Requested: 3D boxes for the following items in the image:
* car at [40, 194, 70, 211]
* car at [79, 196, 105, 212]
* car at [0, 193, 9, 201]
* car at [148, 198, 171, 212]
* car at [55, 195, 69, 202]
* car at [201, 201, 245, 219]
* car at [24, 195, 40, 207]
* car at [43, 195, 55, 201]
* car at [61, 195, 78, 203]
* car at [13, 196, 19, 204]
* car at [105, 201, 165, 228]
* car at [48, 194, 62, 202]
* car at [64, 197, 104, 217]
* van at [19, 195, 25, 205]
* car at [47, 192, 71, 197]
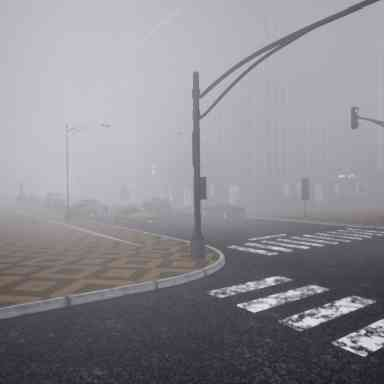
[{"bbox_3d":[-16.959,1.429,41.101,1.967,1.590,4.097,-1,1,-36],"label":"car"},{"bbox_3d":[-10.964,1.491,37.144,1.812,1.442,4.674,-1,1,-36],"label":"car"},{"bbox_3d":[-46.102,1.450,81.746,1.887,1.381,4.507,-1,1,-36],"label":"car"},{"bbox_3d":[-4.033,1.329,36.696,1.967,1.590,4.097,-1,1,-36],"label":"car"},{"bbox_3d":[-26.745,1.408,68.274,1.802,1.307,4.206,-1,1,-36],"label":"car"},{"bbox_3d":[2.503,1.455,27.705,2.008,1.369,4.403,-1,1,-36],"label":"car"},{"bbox_3d":[-23.436,1.411,50.133,1.967,1.590,4.097,-1,1,-36],"label":"car"},{"bbox_3d":[-33.321,1.332,77.443,1.752,1.417,4.829,-1,1,-36],"label":"car"},{"bbox_3d":[-23.508,1.386,63.757,2.008,1.369,4.403,-1,1,-36],"label":"car"},{"bbox_3d":[-33.149,1.494,63.682,2.008,1.369,4.403,-1,1,-36],"label":"car"},{"bbox_3d":[-4.012,1.552,22.824,1.752,1.417,4.829,-1,1,-36],"label":"car"},{"bbox_3d":[-29.985,1.256,72.789,1.967,1.590,4.097,-1,1,-36],"label":"car"},{"bbox_3d":[-10.432,1.533,31.899,1.752,1.417,4.829,-1,1,-36],"label":"car"},{"bbox_3d":[-26.675,1.303,54.648,1.690,1.788,3.998,-1,1,-36],"label":"van"},{"bbox_3d":[-20.804,1.093,50.857,2.150,2.045,5.566,-1,1,-36],"label":"car"}]
